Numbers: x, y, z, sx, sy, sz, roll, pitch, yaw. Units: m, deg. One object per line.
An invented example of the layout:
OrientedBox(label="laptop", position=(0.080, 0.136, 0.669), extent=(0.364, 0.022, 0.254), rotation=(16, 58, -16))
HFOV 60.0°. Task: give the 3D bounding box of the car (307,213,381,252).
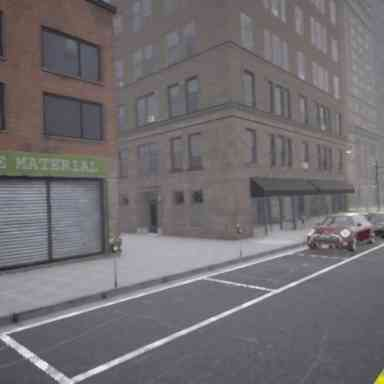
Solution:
OrientedBox(label="car", position=(6.875, 1.738, 15.275), extent=(1.967, 1.590, 4.097), rotation=(-4, -3, 43))

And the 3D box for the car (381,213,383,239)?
OrientedBox(label="car", position=(10.629, 1.881, 19.302), extent=(1.947, 1.339, 4.313), rotation=(-4, -3, 43))
